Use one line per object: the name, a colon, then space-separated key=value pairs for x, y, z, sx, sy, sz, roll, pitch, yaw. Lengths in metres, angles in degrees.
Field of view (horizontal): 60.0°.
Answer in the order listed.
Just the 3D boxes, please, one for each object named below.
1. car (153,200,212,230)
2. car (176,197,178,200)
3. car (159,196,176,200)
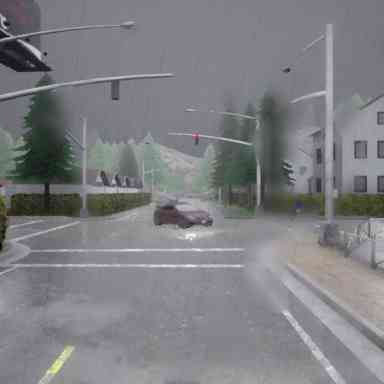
car: x=-0.729 y=1.414 z=20.404 sx=1.812 sy=1.442 sz=4.674 roll=-2 pitch=1 yaw=-36
car: x=-3.489 y=1.482 z=59.390 sx=1.882 sy=1.535 sz=5.008 roll=0 pitch=0 yaw=0
car: x=-3.588 y=1.547 z=42.480 sx=2.033 sy=1.411 sz=5.357 roll=0 pitch=0 yaw=0
